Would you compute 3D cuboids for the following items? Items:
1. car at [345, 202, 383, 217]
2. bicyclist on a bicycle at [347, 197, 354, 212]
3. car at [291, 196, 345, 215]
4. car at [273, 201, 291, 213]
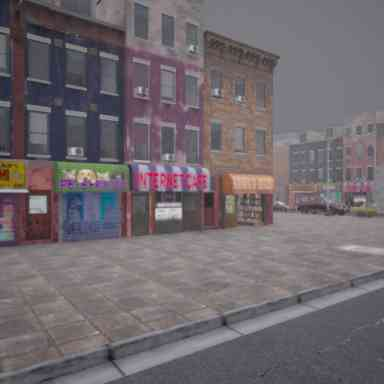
[{"bbox_3d":[16.236,1.571,28.831,1.752,1.417,4.829,0,0,-35],"label":"car"},{"bbox_3d":[17.529,1.372,36.747,1.656,1.620,0.582,0,0,-35],"label":"bicyclist on a bicycle"},{"bbox_3d":[12.973,1.376,33.409,2.192,1.841,5.009,0,0,-35],"label":"car"},{"bbox_3d":[9.809,1.657,37.849,1.802,1.307,4.206,0,0,-35],"label":"car"}]
